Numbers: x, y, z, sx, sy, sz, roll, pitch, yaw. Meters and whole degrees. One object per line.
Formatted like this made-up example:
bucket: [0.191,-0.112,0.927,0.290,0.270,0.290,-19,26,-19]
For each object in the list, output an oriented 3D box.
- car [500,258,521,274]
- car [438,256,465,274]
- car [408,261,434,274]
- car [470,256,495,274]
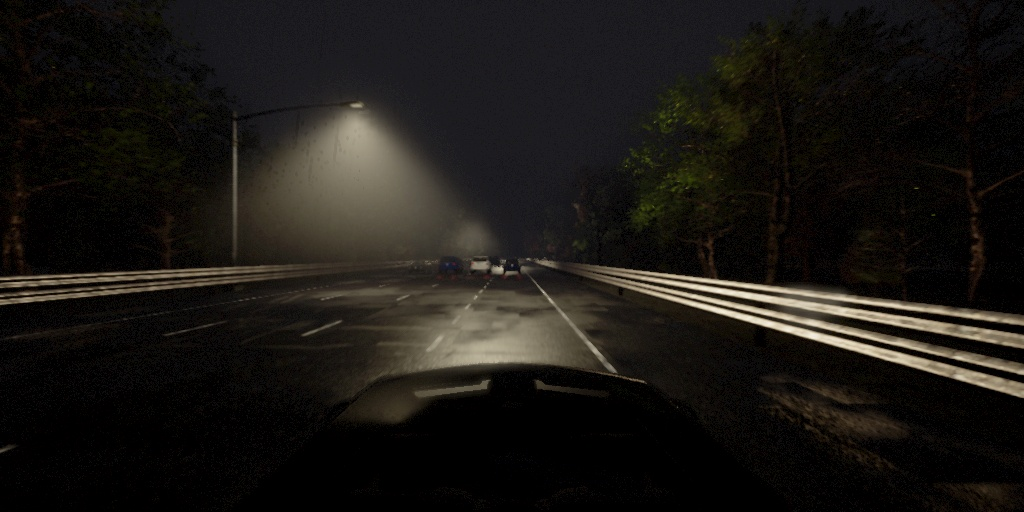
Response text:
car: [0.012,1.120,42.414,2.097,1.767,4.553,0,0,0]
car: [-6.995,0.992,41.357,2.150,2.045,5.566,0,0,0]
car: [-10.493,1.316,41.482,2.033,1.411,5.357,0,0,0]
car: [-3.495,0.992,41.351,2.150,2.045,5.566,0,0,0]
